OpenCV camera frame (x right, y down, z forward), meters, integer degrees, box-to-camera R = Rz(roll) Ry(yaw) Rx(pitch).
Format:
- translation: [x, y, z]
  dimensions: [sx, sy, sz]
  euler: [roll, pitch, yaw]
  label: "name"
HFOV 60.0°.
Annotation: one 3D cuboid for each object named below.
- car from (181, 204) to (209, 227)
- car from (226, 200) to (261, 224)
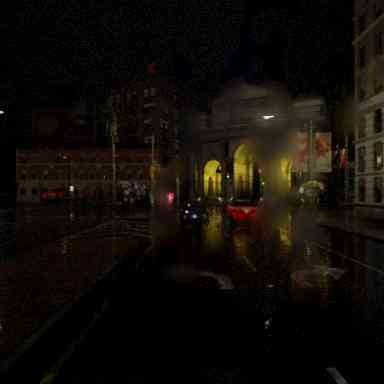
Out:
- translation: [0.198, 1.547, 22.748]
  dimensions: [2.033, 1.411, 5.357]
  euler: [0, 0, 0]
  label: "car"
- translation: [3.763, 1.352, 24.775]
  dimensions: [2.097, 1.767, 4.553]
  euler: [0, 0, 1]
  label: "car"
